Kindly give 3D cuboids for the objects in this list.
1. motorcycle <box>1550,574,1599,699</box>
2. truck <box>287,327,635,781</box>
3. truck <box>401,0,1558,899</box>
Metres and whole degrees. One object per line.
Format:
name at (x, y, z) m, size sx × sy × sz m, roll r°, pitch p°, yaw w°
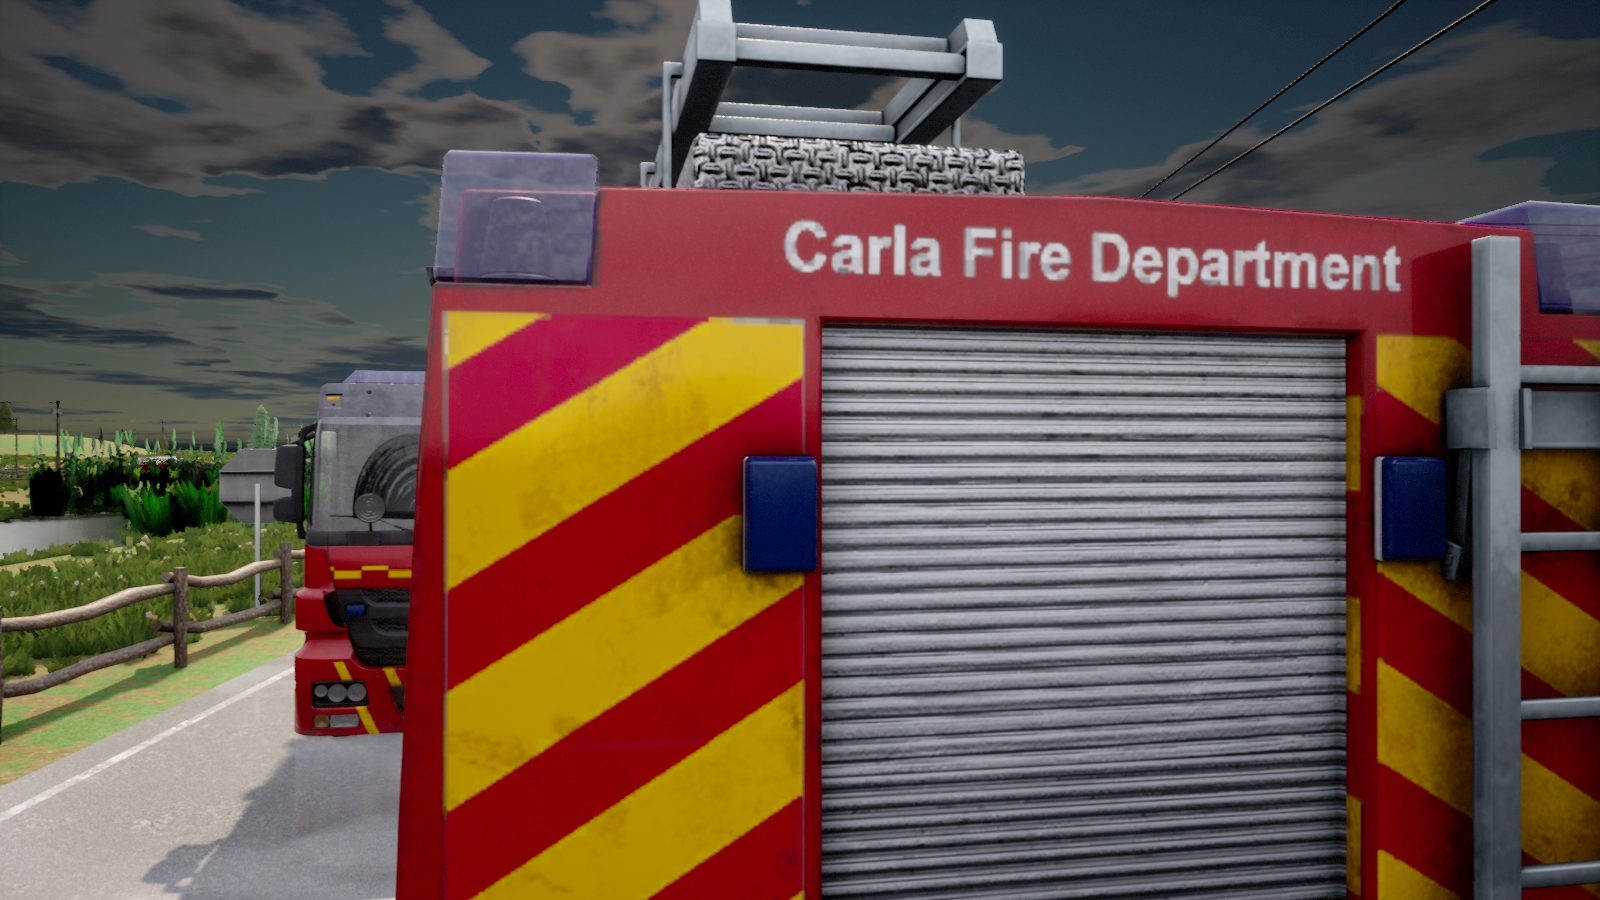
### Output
motorcycle at (9.852, 2.143, 13.240) m, size 1.805 × 1.316 × 0.856 m, roll 0°, pitch 0°, yaw -7°
truck at (-3.848, 0.862, 14.065) m, size 2.891 × 3.827 × 8.468 m, roll 0°, pitch 0°, yaw -13°
truck at (-0.251, 0.864, 6.870) m, size 2.891 × 3.827 × 8.468 m, roll 0°, pitch 0°, yaw -11°
